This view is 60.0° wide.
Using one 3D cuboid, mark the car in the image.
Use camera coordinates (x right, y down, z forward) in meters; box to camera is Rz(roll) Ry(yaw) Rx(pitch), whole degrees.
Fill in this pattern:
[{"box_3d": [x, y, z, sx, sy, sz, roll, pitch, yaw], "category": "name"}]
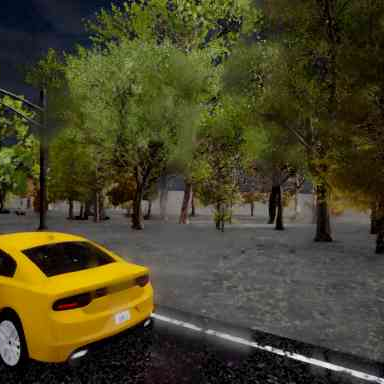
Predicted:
[{"box_3d": [-2.922, 1.444, 5.765, 5.008, 1.535, 1.882, 1, 0, 35], "category": "car"}]
